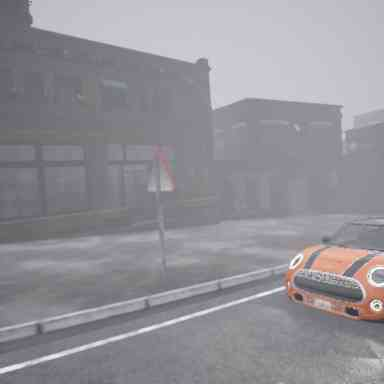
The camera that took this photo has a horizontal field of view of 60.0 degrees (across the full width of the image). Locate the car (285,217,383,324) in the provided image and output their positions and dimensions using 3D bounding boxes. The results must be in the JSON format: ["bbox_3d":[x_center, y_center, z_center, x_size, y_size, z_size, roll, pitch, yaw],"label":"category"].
[{"bbox_3d":[4.073,1.386,7.229,4.553,1.767,2.097,0,-1,-38],"label":"car"}]
